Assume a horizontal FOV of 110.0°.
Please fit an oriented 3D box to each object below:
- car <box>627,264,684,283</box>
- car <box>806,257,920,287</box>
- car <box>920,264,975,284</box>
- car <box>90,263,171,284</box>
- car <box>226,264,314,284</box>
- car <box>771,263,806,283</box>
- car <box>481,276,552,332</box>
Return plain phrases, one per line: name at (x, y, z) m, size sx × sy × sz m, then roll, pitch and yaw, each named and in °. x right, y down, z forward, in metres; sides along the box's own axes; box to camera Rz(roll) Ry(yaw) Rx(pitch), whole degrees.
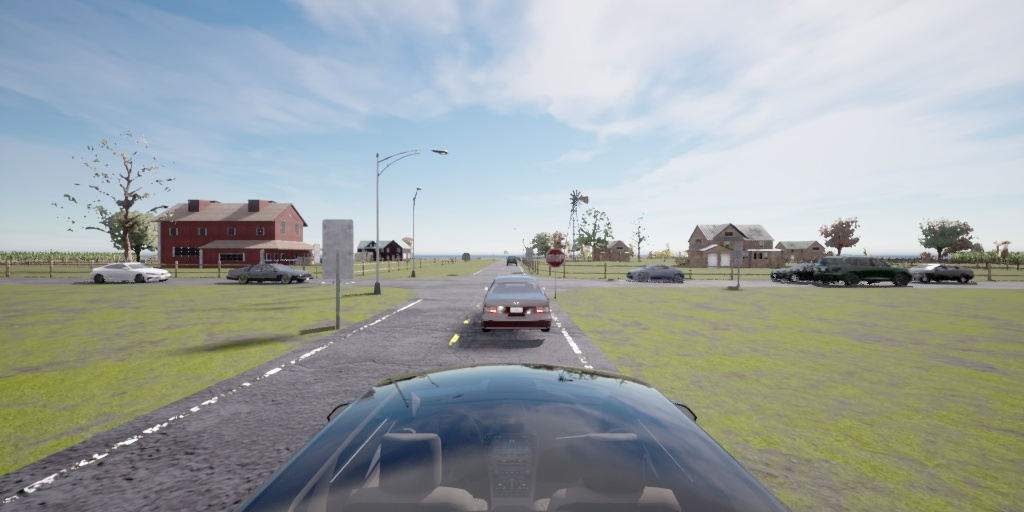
car at (11.294, 1.347, 28.362) m, size 4.181 × 1.385 × 1.994 m, roll 0°, pitch 0°, yaw 1°
car at (24.642, 1.062, 25.318) m, size 5.566 × 2.045 × 2.150 m, roll 0°, pitch 0°, yaw 0°
car at (33.098, 1.361, 28.195) m, size 4.902 × 1.511 × 2.128 m, roll 0°, pitch 0°, yaw 0°
car at (-27.342, 1.197, 25.726) m, size 4.674 × 1.442 × 1.812 m, roll 0°, pitch 0°, yaw 1°
car at (-17.247, 1.246, 25.641) m, size 5.357 × 1.411 × 2.033 m, roll 0°, pitch 0°, yaw 0°
car at (23.231, 1.306, 28.282) m, size 5.008 × 1.535 × 1.882 m, roll 0°, pitch 0°, yaw 0°
car at (0.100, 1.297, 10.823) m, size 2.033 × 1.411 × 5.357 m, roll 0°, pitch 0°, yaw 0°
